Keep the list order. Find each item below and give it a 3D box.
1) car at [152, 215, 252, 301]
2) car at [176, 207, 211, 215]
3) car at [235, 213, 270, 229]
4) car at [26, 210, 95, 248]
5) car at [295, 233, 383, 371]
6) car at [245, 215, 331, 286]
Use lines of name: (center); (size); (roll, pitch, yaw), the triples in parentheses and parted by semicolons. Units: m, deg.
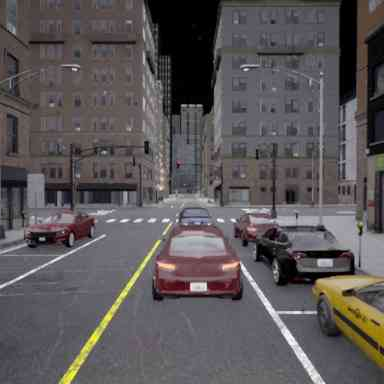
car: (0.103, 1.521, 8.210); (1.812, 1.442, 4.674); (0, 0, 0)
car: (0.141, 1.537, 18.231); (2.033, 1.411, 5.357); (0, 0, -3)
car: (2.874, 1.574, 14.826); (1.802, 1.307, 4.206); (-1, 0, 0)
car: (-5.671, 1.536, 14.828); (1.887, 1.381, 4.507); (-1, 0, 0)
car: (2.868, 1.523, 3.824); (1.752, 1.417, 4.829); (-1, 0, 0)
car: (2.871, 1.561, 9.241); (1.947, 1.339, 4.313); (-1, 0, 0)
